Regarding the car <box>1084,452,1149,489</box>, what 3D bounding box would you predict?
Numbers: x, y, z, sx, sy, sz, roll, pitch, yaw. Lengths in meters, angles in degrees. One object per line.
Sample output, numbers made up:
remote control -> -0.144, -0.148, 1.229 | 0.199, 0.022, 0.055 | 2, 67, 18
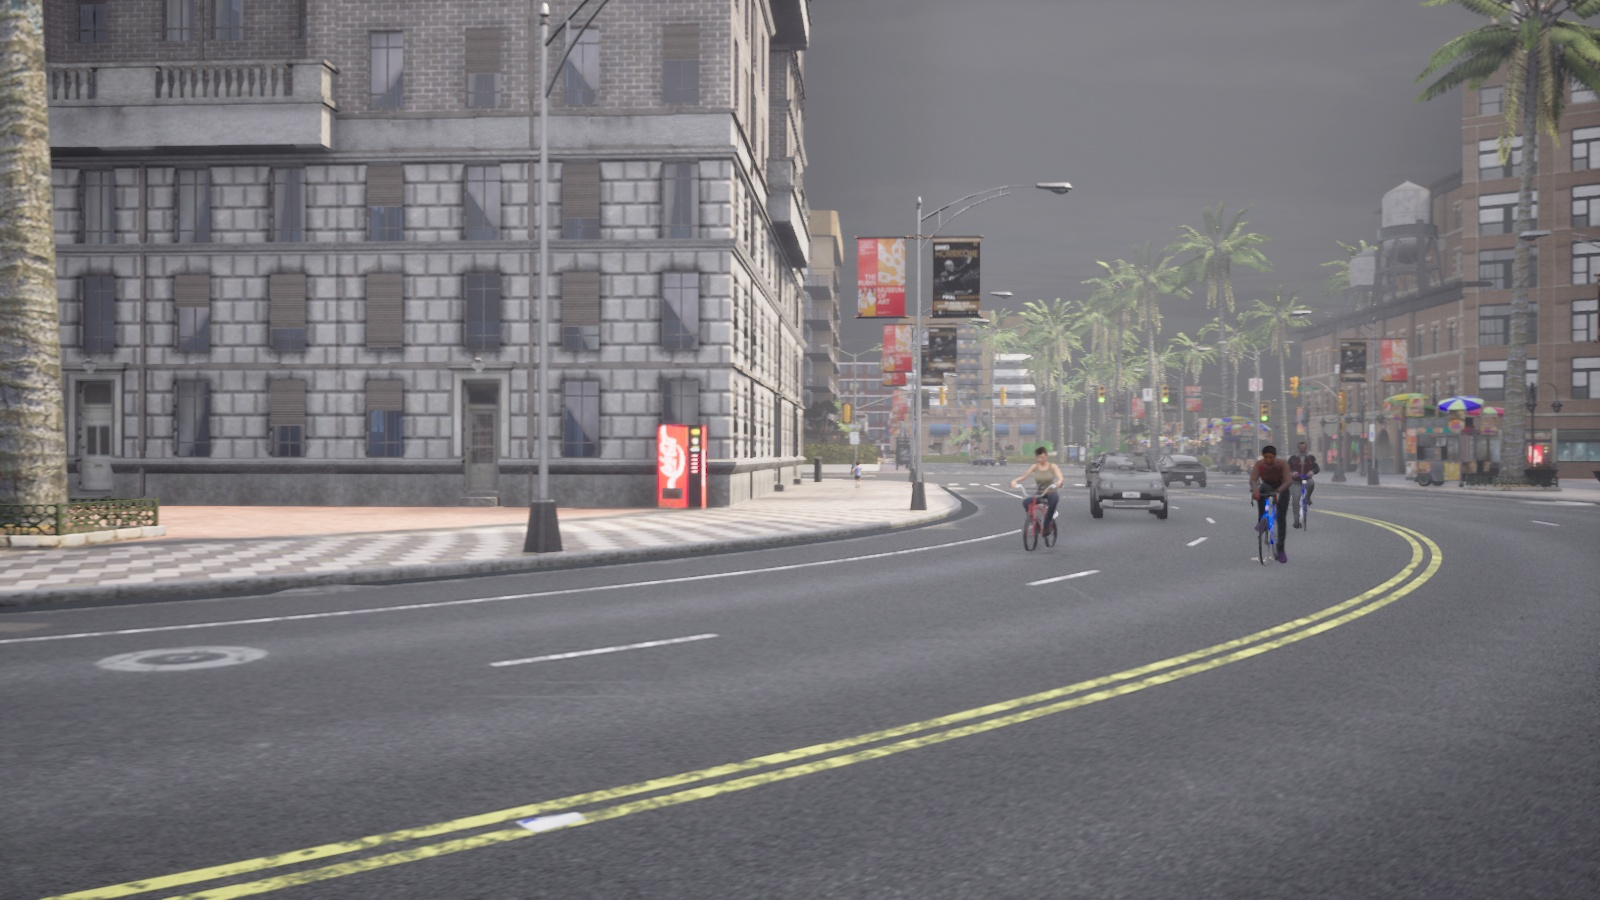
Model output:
car -> 13.840, 0.861, 55.193 | 1.882, 1.535, 5.008 | 0, 0, 3

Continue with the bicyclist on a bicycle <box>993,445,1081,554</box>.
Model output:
bicyclist on a bicycle -> 3.672, 0.733, 19.363 | 0.866, 1.612, 1.509 | -1, 0, 29

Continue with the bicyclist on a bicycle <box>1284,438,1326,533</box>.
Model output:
bicyclist on a bicycle -> 9.820, 0.667, 24.456 | 0.659, 1.776, 1.843 | -1, -1, 19

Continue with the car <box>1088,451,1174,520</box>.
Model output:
car -> 7.825, 0.798, 29.945 | 1.789, 1.549, 3.705 | 0, 0, 12

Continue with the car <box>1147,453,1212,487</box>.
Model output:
car -> 17.556, 0.889, 58.289 | 1.837, 1.490, 4.892 | 0, 0, 4

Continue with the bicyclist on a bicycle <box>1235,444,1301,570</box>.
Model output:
bicyclist on a bicycle -> 6.381, 0.733, 17.082 | 0.582, 1.620, 1.656 | 0, 1, 30
